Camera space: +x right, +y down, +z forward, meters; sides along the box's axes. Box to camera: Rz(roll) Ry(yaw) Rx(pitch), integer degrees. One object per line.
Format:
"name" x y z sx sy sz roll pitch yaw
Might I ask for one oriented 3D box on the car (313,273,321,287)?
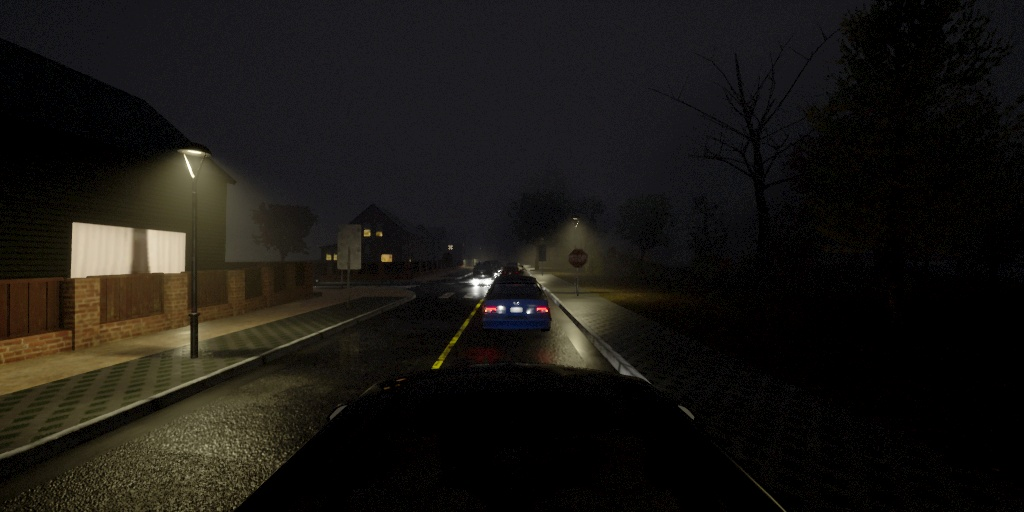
"car" -14.763 1.297 22.945 4.674 1.442 1.812 0 -2 2

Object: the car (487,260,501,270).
"car" -2.748 1.370 56.194 1.837 1.490 4.892 0 0 0

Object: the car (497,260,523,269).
"car" 0.038 1.322 33.233 1.812 1.442 4.674 0 0 4

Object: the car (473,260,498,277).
"car" -2.804 1.294 35.872 2.128 1.511 4.902 0 0 0

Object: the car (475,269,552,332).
"car" 0.106 1.305 10.890 2.033 1.411 5.357 0 0 0
